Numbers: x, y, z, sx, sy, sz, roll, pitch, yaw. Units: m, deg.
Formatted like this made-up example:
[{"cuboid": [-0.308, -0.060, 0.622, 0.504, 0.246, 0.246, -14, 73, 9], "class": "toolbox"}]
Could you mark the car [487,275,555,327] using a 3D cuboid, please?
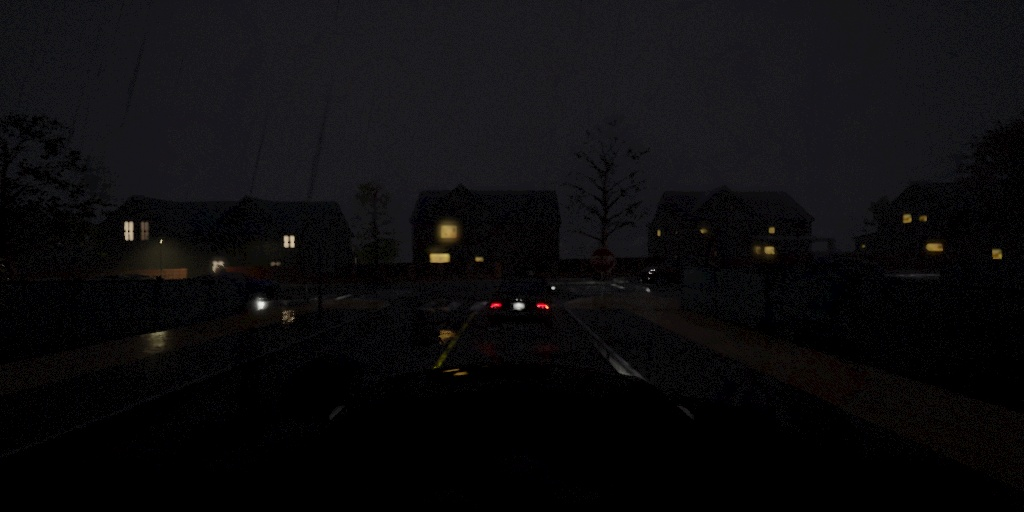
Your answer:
[{"cuboid": [0.417, 1.336, 11.677, 2.033, 1.411, 5.357, 0, 0, 5], "class": "car"}]

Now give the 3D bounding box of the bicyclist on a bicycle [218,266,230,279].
[{"cuboid": [-20.141, 1.506, 25.002, 0.582, 1.620, 1.656, -1, 1, 0], "class": "bicyclist on a bicycle"}]

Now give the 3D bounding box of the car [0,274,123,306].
[{"cuboid": [-24.286, 1.893, 19.155, 4.674, 1.442, 1.812, -1, 1, 0], "class": "car"}]

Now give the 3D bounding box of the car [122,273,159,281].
[{"cuboid": [-24.585, 1.847, 22.103, 4.892, 1.490, 1.837, -1, 1, 0], "class": "car"}]

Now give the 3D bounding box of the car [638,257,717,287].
[{"cuboid": [10.189, 0.874, 22.116, 4.553, 1.767, 2.097, -1, 1, 0], "class": "car"}]

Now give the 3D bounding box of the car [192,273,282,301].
[{"cuboid": [-15.076, 1.627, 19.156, 5.008, 1.535, 1.882, -1, 1, 0], "class": "car"}]

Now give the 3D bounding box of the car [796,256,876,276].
[{"cuboid": [19.622, 0.792, 22.118, 4.902, 1.511, 2.128, -1, 1, 0], "class": "car"}]
